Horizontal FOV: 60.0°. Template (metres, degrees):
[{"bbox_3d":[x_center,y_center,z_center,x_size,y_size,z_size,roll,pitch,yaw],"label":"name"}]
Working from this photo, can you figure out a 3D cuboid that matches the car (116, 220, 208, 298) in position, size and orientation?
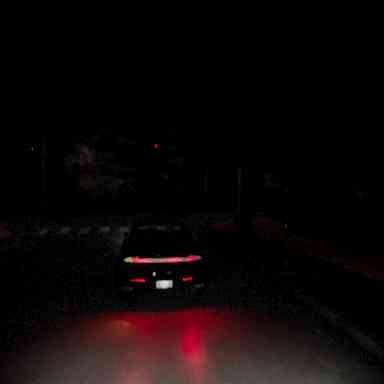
[{"bbox_3d":[-0.841,1.456,8.460,2.128,1.511,4.902,0,0,-8],"label":"car"}]
